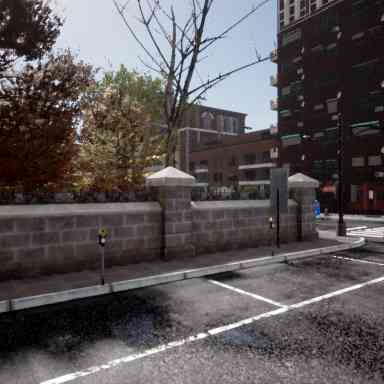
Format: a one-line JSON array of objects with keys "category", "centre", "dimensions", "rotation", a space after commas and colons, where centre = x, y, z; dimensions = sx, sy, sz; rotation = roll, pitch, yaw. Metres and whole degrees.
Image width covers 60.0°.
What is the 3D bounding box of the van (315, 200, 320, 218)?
[{"category": "van", "centre": [10.496, 1.647, 32.597], "dimensions": [1.690, 1.788, 3.998], "rotation": [-1, 0, -36]}]
